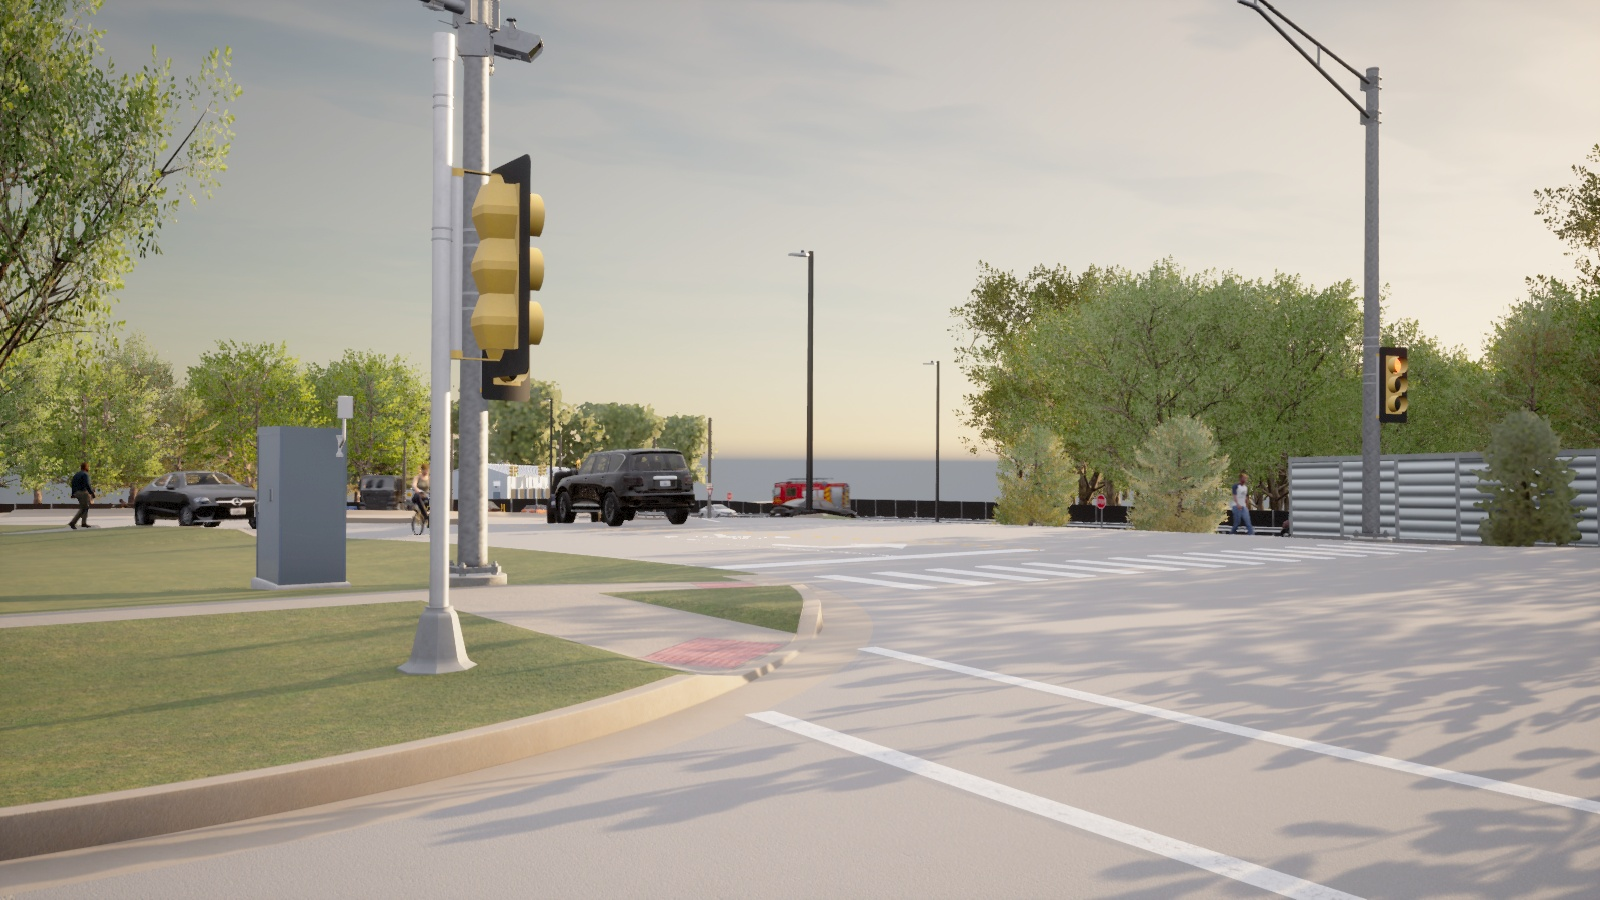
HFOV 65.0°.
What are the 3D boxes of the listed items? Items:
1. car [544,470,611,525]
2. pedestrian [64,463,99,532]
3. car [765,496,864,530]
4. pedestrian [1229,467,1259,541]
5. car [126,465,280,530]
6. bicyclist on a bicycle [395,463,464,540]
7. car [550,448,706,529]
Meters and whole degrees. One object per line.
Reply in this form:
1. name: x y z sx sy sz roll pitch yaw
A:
1. car: -8.114 1.780 46.101 1.905 1.878 3.866 -1 -3 -2
2. pedestrian: -19.488 1.281 34.057 0.370 1.835 0.726 0 0 27
3. car: 0.785 3.216 63.822 5.008 1.535 1.882 5 -5 -41
4. pedestrian: 11.209 1.347 31.710 0.354 1.836 0.706 0 0 -23
5. car: -16.579 1.305 34.777 5.027 1.651 2.152 -2 -2 43
6. bicyclist on a bicycle: -8.086 1.115 27.372 0.866 1.612 1.509 0 -2 -42
7. car: -4.857 1.033 34.607 2.150 2.045 5.566 -1 -1 -32
